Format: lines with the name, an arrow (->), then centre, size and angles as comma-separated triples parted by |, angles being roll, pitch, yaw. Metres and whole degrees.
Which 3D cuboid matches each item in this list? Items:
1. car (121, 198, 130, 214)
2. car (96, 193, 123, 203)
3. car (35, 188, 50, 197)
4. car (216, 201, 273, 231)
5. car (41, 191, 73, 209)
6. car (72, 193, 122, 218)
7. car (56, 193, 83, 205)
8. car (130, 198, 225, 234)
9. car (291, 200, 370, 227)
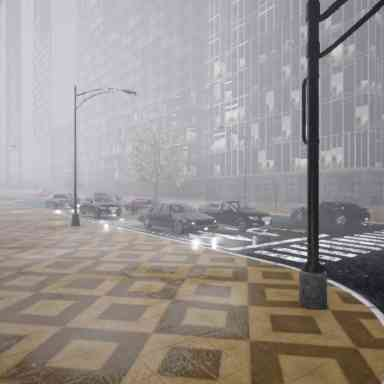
car -> -3.416, 1.193, 26.063 | 1.895, 1.301, 4.718 | 0, 1, -38
car -> -11.906, 0.775, 47.782 | 1.895, 1.301, 4.718 | 0, 1, -38
car -> -28.478, 0.110, 63.731 | 2.097, 1.767, 4.553 | 0, 1, -38
car -> 2.309, 1.254, 18.772 | 2.128, 1.511, 4.902 | 0, 1, -38
car -> -13.382, 0.902, 33.531 | 1.812, 1.442, 4.674 | 0, 1, -38
car -> -7.049, 1.056, 25.428 | 2.128, 1.511, 4.902 | 0, 1, -38
car -> -15.291, 0.802, 41.294 | 1.994, 1.385, 4.181 | 0, 1, -38
car -> -0.974, 1.292, 17.688 | 2.033, 1.411, 5.357 | 0, 1, -38
car -> 8.705, 1.292, 21.350 | 1.837, 1.490, 4.892 | -1, 2, -39
